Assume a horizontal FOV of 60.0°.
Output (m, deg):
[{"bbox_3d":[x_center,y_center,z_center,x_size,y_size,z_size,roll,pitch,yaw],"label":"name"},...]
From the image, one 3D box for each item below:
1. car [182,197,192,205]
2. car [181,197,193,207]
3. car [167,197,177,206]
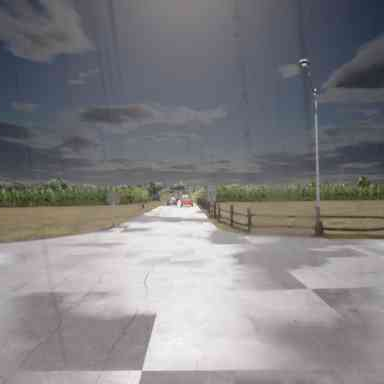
[{"bbox_3d":[-1.023,1.832,67.526,1.837,1.490,4.892,0,-1,-1],"label":"car"},{"bbox_3d":[-0.871,1.596,57.492,2.097,1.767,4.553,0,0,-1],"label":"car"},{"bbox_3d":[-3.685,1.767,61.651,2.128,1.511,4.902,0,0,-1],"label":"car"}]
